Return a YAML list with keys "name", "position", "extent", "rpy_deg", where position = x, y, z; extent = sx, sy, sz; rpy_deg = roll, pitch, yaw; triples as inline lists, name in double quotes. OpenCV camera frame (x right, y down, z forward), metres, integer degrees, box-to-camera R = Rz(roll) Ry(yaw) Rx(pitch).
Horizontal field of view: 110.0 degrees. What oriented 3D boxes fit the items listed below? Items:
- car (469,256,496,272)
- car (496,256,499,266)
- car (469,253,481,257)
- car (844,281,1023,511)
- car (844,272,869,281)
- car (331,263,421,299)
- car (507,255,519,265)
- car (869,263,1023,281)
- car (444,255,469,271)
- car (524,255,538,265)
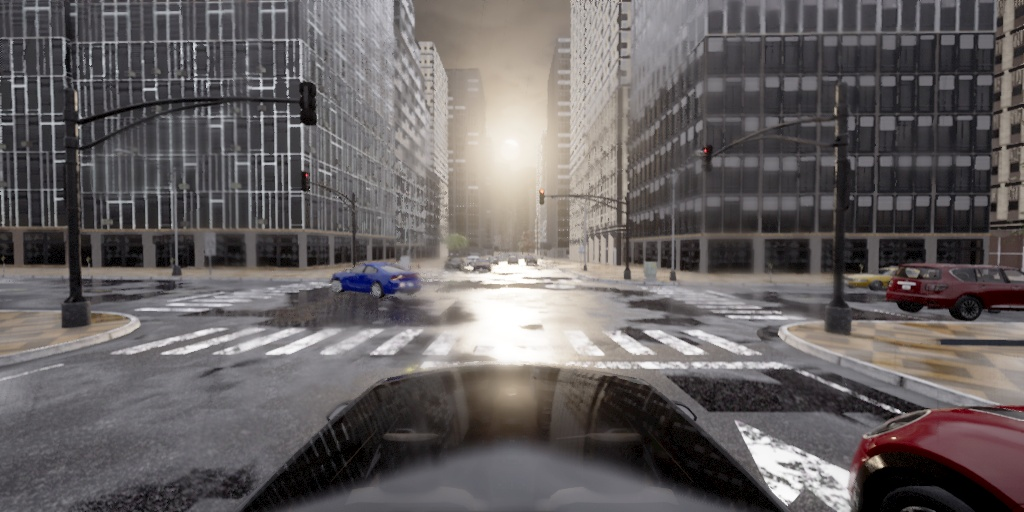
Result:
- name: "car"
  position: [-3.221, 0.977, 40.080]
  extent: [2.033, 1.411, 5.357]
  rpy_deg: [0, 1, 0]
- name: "car"
  position: [-3.126, 0.765, 57.945]
  extent: [2.128, 1.511, 4.902]
  rpy_deg: [0, 0, 1]
- name: "car"
  position: [-6.332, 0.469, 61.072]
  extent: [2.150, 2.045, 5.566]
  rpy_deg: [0, 0, 1]
- name: "car"
  position: [3.254, 1.113, 0.438]
  extent: [2.097, 1.767, 4.553]
  rpy_deg: [0, 0, 0]
- name: "car"
  position: [21.863, 1.263, 20.826]
  extent: [4.829, 1.417, 1.751]
  rpy_deg: [0, 0, 1]
- name: "car"
  position: [-6.492, 1.061, 16.939]
  extent: [5.008, 1.535, 1.882]
  rpy_deg: [1, 1, 33]
- name: "car"
  position: [0.203, 0.789, 63.389]
  extent: [1.994, 1.385, 4.181]
  rpy_deg: [0, 1, 0]
- name: "car"
  position: [16.225, 1.199, 12.560]
  extent: [5.009, 1.841, 2.192]
  rpy_deg: [0, 0, 1]
- name: "car"
  position: [-6.465, 0.929, 40.773]
  extent: [1.837, 1.490, 4.892]
  rpy_deg: [0, 0, 0]
- name: "car"
  position: [3.453, 0.826, 63.408]
  extent: [1.895, 1.301, 4.718]
  rpy_deg: [0, 1, 0]
